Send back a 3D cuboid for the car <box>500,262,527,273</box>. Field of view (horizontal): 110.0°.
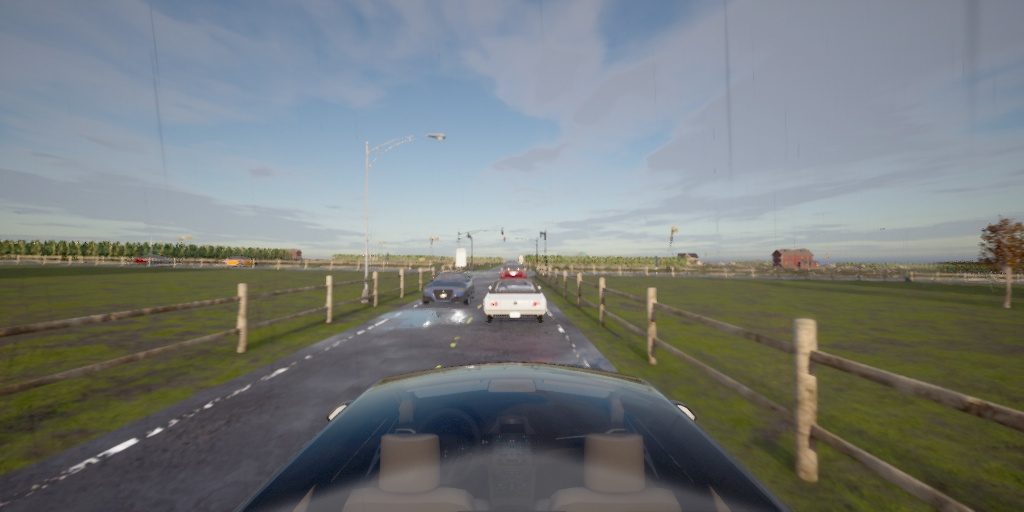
[{"bbox_3d":[0.117,1.384,29.003,2.097,1.767,4.553,0,-1,0],"label":"car"}]

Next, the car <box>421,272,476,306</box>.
[{"bbox_3d":[-2.839,1.469,16.807,1.994,1.385,4.181,0,-1,0],"label":"car"}]

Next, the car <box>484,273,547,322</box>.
[{"bbox_3d":[0.099,1.464,12.770,1.895,1.301,4.718,0,-1,0],"label":"car"}]
